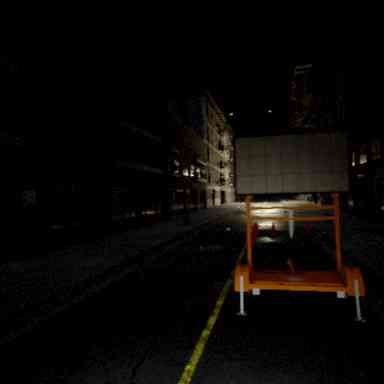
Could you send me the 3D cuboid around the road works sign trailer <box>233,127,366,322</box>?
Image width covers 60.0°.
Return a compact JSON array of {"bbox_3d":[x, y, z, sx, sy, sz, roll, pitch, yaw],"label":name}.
[{"bbox_3d":[2.167,0.452,7.303,2.380,3.560,2.880,-2,0,13],"label":"road works sign trailer"}]
